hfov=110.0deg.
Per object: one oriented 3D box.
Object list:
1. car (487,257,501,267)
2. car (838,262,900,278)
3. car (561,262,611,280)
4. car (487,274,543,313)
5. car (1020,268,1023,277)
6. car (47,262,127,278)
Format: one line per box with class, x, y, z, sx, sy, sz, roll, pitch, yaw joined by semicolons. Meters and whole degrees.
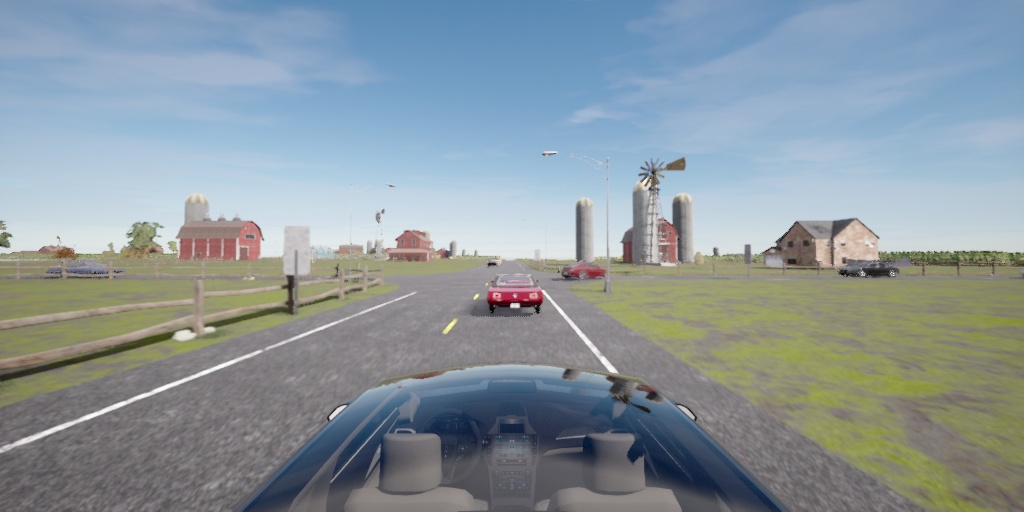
car;-3.494;1.358;64.811;1.895;1.301;4.718;0;0;1
car;34.633;1.339;34.878;4.892;1.490;1.837;0;-1;0
car;6.259;1.243;30.104;4.674;1.442;1.812;0;-1;-32
car;0.103;1.340;13.990;1.895;1.301;4.718;0;0;0
car;48.556;1.355;32.031;4.674;1.442;1.812;0;-1;1
car;-37.538;1.205;31.713;5.357;1.411;2.033;0;-1;0
